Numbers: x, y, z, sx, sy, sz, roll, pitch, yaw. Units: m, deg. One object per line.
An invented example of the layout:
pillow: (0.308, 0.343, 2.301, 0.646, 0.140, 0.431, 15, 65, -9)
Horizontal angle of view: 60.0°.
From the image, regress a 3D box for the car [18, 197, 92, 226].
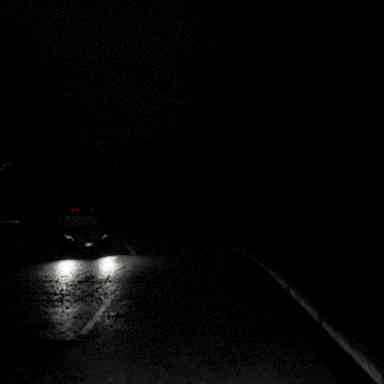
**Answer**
car: (-9.577, 1.395, 23.407, 5.566, 2.045, 2.150, 0, -1, 23)

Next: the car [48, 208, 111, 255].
car: (-4.745, 1.616, 13.971, 1.812, 1.442, 4.674, 1, -1, -27)
